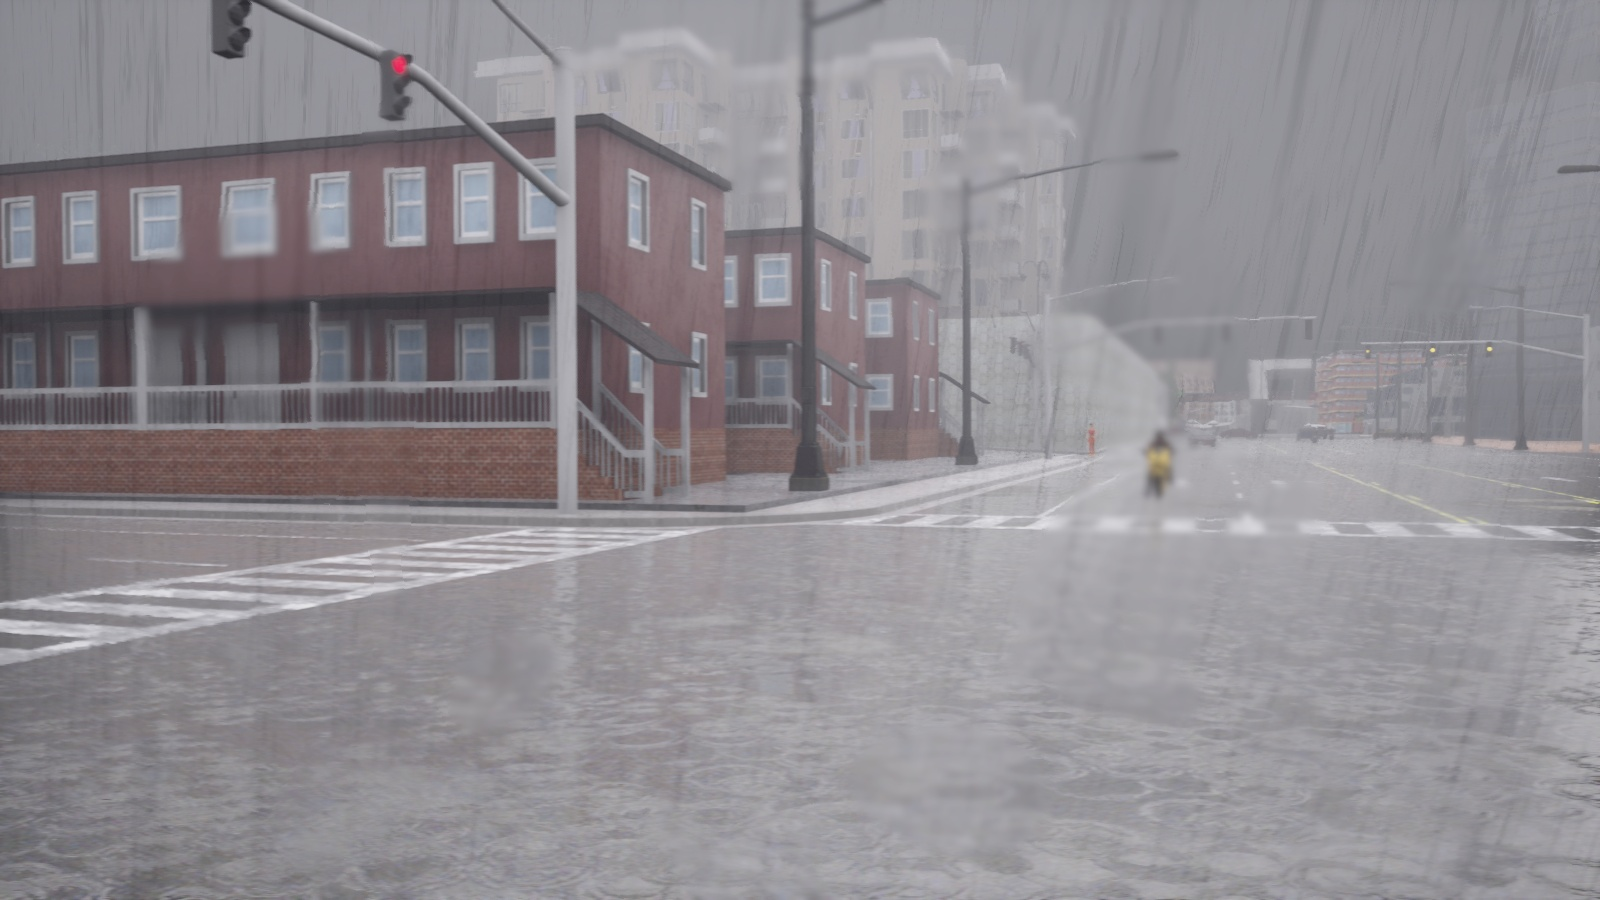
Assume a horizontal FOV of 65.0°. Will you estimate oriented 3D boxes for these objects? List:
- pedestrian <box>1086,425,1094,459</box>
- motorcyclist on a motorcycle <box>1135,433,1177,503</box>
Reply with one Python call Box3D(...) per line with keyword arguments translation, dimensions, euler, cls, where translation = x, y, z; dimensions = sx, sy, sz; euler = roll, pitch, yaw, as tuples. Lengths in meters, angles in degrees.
Box3D(translation=(15.893, -0.460, 68.743), dimensions=(0.345, 1.836, 0.594), euler=(1, 1, 19), cls="pedestrian")
Box3D(translation=(8.057, 0.384, 28.393), dimensions=(0.797, 1.523, 2.044), euler=(1, 1, 19), cls="motorcyclist on a motorcycle")
